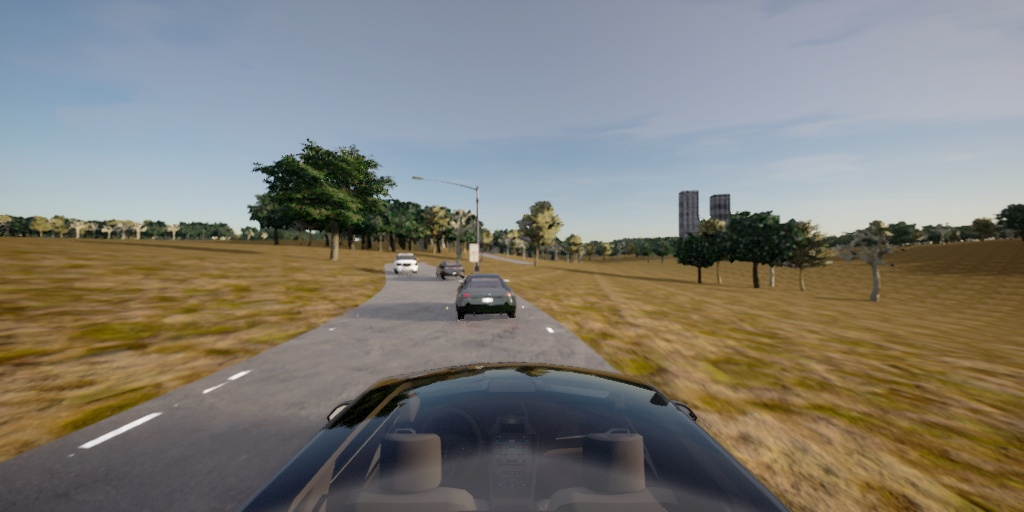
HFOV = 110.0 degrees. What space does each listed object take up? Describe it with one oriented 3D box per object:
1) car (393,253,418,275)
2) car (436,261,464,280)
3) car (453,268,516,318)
[{"bbox_3d":[-10.909,0.763,36.729,2.150,2.045,5.566,0,1,-20],"label":"car"},{"bbox_3d":[-5.208,1.123,29.945,2.128,1.511,4.902,0,1,-18],"label":"car"},{"bbox_3d":[-1.029,1.342,13.191,1.994,1.385,4.181,0,0,-8],"label":"car"}]
